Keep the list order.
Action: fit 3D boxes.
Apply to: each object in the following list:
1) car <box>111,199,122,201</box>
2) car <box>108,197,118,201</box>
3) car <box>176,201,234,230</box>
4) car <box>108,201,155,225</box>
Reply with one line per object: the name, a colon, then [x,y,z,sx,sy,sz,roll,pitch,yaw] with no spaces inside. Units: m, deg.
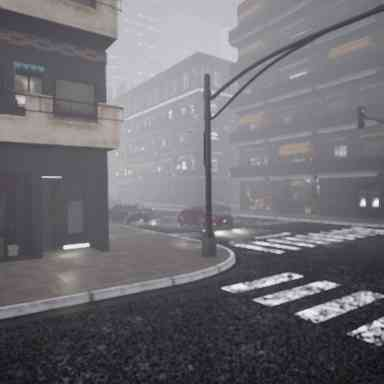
car: [-5.129,1.586,29.497,1.895,1.301,4.718,-1,1,-36]
car: [-11.511,1.448,47.514,1.887,1.381,4.507,-1,1,-36]
car: [0.767,1.542,21.363,1.994,1.385,4.181,-1,1,-36]
car: [-4.781,1.591,24.815,1.947,1.339,4.313,-1,1,-36]
